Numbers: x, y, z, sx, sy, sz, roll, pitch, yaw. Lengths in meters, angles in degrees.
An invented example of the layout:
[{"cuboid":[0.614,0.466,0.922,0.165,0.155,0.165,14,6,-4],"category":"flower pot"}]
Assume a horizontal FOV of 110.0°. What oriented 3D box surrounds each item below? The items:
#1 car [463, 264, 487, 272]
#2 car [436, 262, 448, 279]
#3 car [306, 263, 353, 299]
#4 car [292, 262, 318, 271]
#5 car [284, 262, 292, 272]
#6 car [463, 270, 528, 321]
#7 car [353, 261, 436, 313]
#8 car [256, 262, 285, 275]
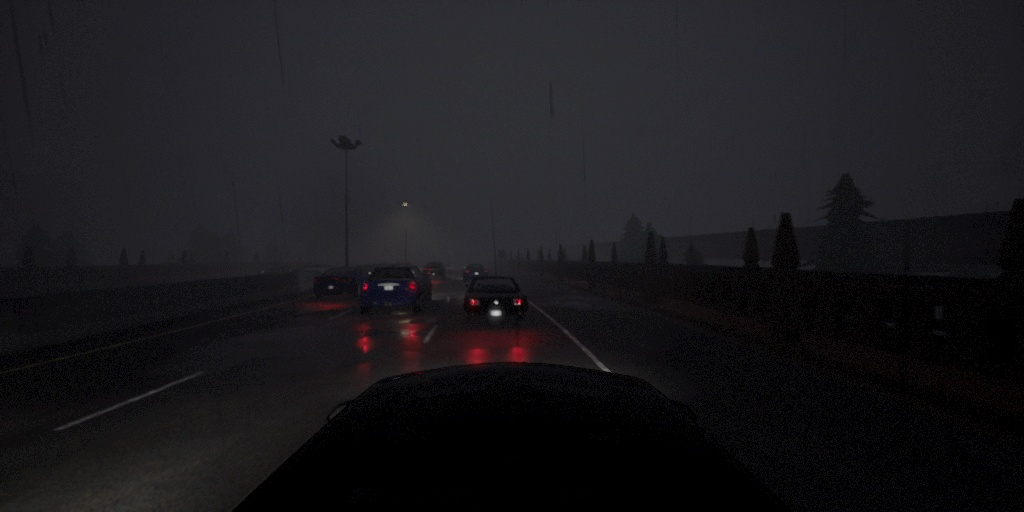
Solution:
[{"cuboid":[-3.019,1.330,29.617,1.994,1.385,4.181,0,0,-8],"category":"car"},{"cuboid":[-7.051,1.294,33.011,1.837,1.490,4.892,0,0,-8],"category":"car"},{"cuboid":[-8.526,1.268,18.677,1.882,1.535,5.008,0,0,-8],"category":"car"},{"cuboid":[-17.829,1.371,32.822,1.812,1.442,4.674,0,0,-8],"category":"car"},{"cuboid":[-22.233,1.397,38.740,1.812,1.442,4.674,0,0,-8],"category":"car"},{"cuboid":[-0.681,1.350,12.462,1.895,1.301,4.718,0,0,-6],"category":"car"},{"cuboid":[-4.478,1.120,14.430,2.097,1.767,4.553,0,0,-7],"category":"car"},{"cuboid":[-25.828,1.382,39.136,2.128,1.511,4.902,0,0,-8],"category":"car"}]
